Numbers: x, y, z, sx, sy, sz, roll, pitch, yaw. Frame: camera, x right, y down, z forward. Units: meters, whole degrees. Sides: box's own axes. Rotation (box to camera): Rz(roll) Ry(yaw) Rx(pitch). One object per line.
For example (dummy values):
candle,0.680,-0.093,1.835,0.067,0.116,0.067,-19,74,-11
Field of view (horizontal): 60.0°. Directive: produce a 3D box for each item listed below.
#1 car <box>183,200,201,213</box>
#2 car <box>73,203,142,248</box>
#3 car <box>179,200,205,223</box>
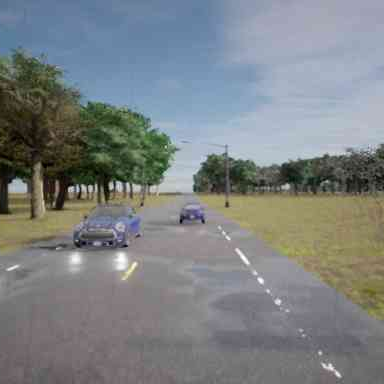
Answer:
car,0.036,1.741,41.470,2.033,1.411,5.357,0,-1,0
car,-3.524,1.326,14.621,2.097,1.767,4.553,0,0,0
car,0.026,1.538,25.150,1.812,1.442,4.674,0,0,0
